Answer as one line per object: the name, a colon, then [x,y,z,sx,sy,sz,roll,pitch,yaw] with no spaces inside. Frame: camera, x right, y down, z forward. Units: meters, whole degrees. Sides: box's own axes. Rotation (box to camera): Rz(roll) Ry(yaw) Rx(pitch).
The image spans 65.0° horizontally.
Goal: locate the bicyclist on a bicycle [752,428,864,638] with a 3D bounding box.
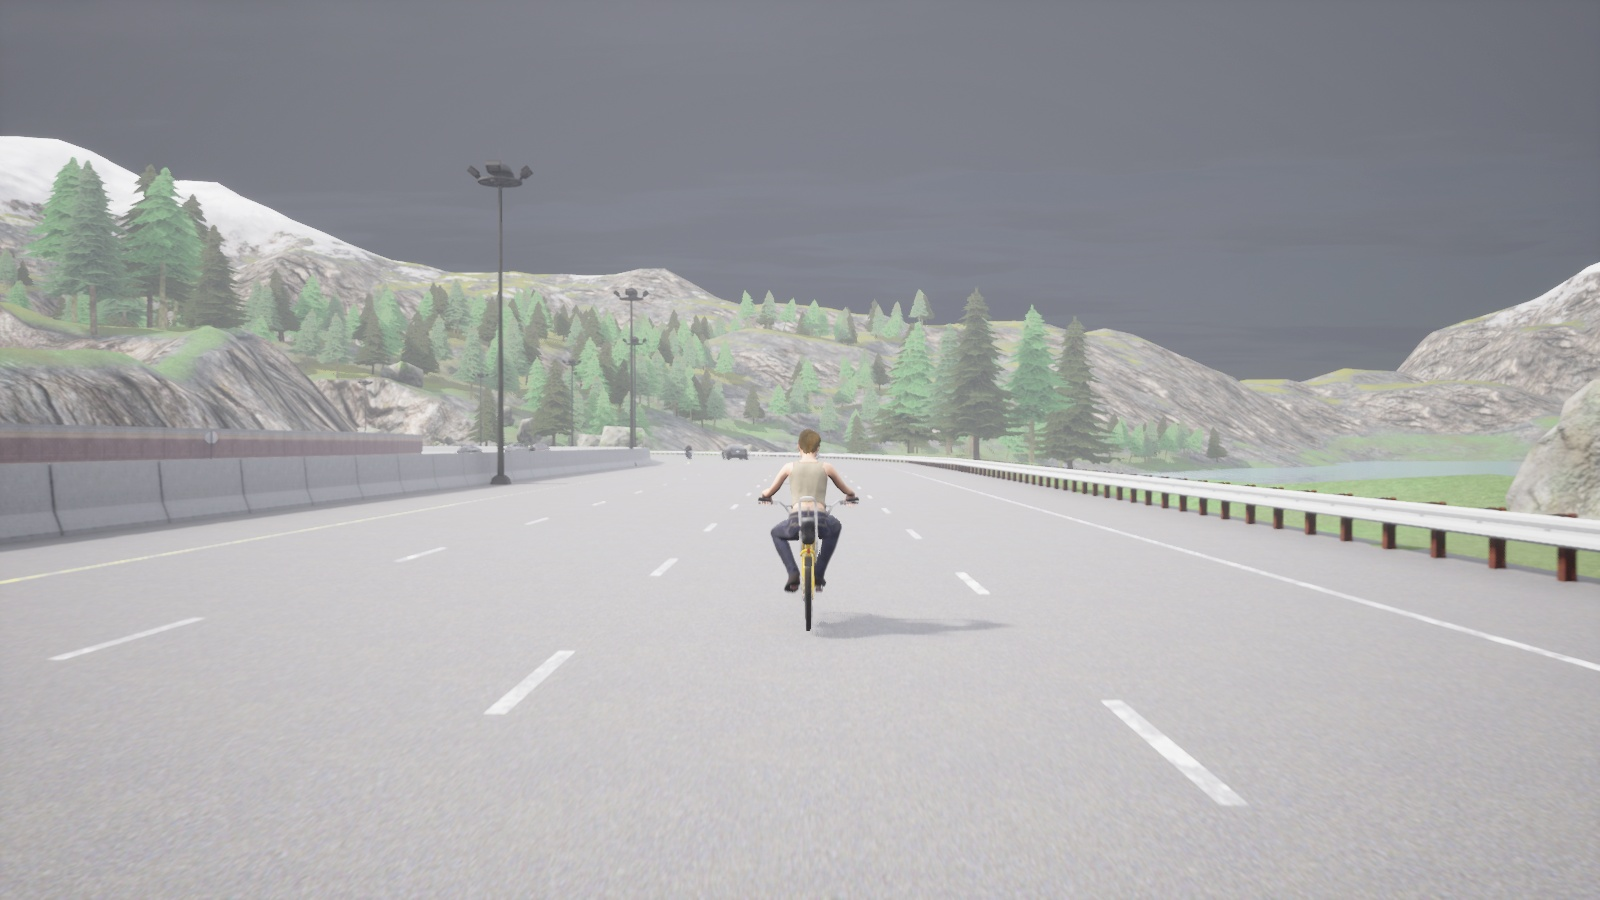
bicyclist on a bicycle: [0.070,0.635,10.427,0.866,1.612,1.509,0,0,1]
